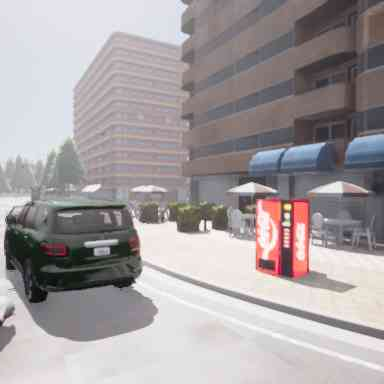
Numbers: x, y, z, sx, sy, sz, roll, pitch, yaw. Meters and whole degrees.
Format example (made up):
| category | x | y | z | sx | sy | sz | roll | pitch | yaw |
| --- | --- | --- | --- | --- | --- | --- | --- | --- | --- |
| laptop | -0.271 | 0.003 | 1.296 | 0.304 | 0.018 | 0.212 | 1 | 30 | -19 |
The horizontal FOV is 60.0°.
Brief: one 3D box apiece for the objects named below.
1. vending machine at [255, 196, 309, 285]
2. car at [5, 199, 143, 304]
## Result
| category | x | y | z | sx | sy | sz | roll | pitch | yaw |
| --- | --- | --- | --- | --- | --- | --- | --- | --- | --- |
| vending machine | 2.330 | 1.175 | 8.630 | 1.100 | 2.100 | 0.880 | 0 | 0 | -42 |
| car | -3.243 | 1.179 | 8.421 | 2.150 | 2.045 | 5.566 | 0 | 1 | -35 |
